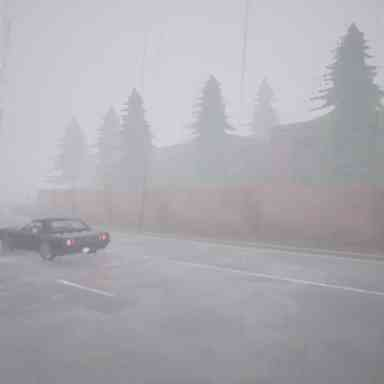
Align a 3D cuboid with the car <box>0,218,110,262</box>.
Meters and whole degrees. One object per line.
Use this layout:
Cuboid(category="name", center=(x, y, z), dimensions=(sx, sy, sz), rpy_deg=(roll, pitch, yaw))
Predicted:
Cuboid(category="car", center=(-5.213, 1.606, 12.272), dimensions=(4.718, 1.301, 1.895), rpy_deg=(0, 0, 38))
